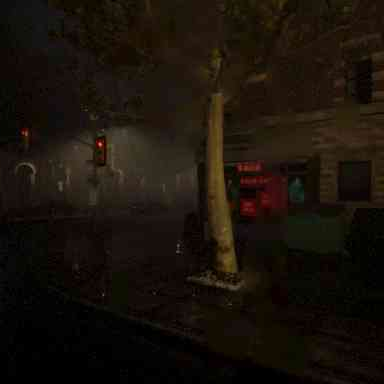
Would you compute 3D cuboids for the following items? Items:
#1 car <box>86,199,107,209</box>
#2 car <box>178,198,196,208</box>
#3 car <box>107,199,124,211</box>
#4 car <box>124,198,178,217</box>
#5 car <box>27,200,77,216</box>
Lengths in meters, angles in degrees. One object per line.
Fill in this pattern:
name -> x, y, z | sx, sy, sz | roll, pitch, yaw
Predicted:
car -> -11.918, 1.594, 45.144 | 1.895, 1.301, 4.718 | 0, 0, 36
car -> -1.368, 1.547, 48.282 | 2.033, 1.411, 5.357 | 0, 0, 36
car -> -7.440, 1.600, 40.004 | 1.895, 1.301, 4.718 | 0, 0, 36
car -> -3.751, 1.525, 31.150 | 1.812, 1.442, 4.674 | 0, 0, 36
car -> -13.334, 1.525, 31.926 | 1.812, 1.442, 4.674 | 0, 0, 36
